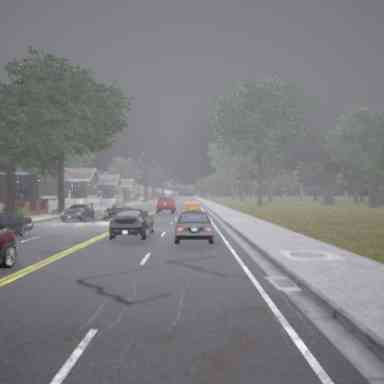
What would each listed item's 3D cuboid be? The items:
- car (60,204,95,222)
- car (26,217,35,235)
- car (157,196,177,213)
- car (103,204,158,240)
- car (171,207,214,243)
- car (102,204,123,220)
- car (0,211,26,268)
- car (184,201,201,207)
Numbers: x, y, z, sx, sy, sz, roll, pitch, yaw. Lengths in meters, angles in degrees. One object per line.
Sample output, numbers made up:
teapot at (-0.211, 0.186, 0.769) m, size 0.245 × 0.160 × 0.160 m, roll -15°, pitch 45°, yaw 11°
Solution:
car at (-9.783, 1.756, 28.922) m, size 1.812 × 1.442 × 4.674 m, roll 0°, pitch -1°, yaw 1°
car at (-9.810, 1.679, 16.442) m, size 2.033 × 1.411 × 5.357 m, roll 0°, pitch 0°, yaw 0°
car at (-3.158, 1.554, 41.615) m, size 2.150 × 2.045 × 5.566 m, roll 0°, pitch 0°, yaw 0°
car at (-3.152, 1.649, 18.050) m, size 1.837 × 1.490 × 4.892 m, roll 0°, pitch 0°, yaw 0°
car at (0.096, 1.681, 16.783) m, size 2.033 × 1.411 × 5.357 m, roll 0°, pitch 0°, yaw 0°
car at (-6.529, 1.799, 29.440) m, size 1.994 × 1.385 × 4.181 m, roll 0°, pitch -1°, yaw 1°
car at (-6.540, 1.420, 8.525) m, size 2.097 × 1.767 × 4.553 m, roll 0°, pitch 0°, yaw 1°
car at (0.094, 1.808, 41.538) m, size 1.882 × 1.535 × 5.008 m, roll 0°, pitch 0°, yaw 0°
